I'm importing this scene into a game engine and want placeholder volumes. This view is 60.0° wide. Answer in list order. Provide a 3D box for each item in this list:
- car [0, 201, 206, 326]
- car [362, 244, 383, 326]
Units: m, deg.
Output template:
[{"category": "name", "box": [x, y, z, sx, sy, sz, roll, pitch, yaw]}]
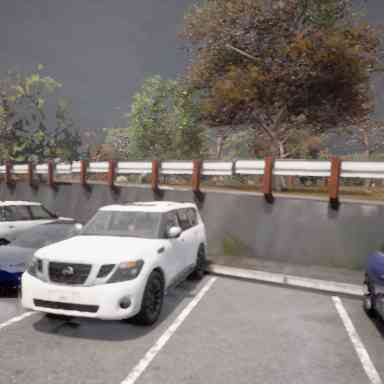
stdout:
[{"category": "car", "box": [-1.193, 1.272, 7.674, 2.435, 2.045, 5.566, 0, -1, 16]}, {"category": "car", "box": [3.734, 1.357, 4.216, 2.185, 1.767, 4.553, 0, -1, 16]}]
